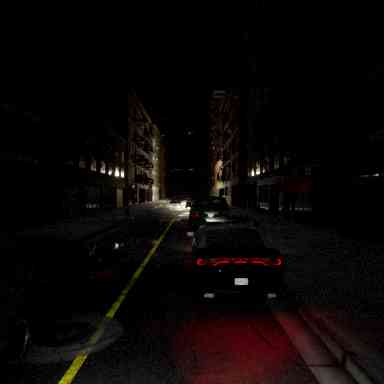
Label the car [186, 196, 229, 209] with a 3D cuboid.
[{"bbox_3d":[0.904,1.231,18.565,2.150,2.045,5.566,0,0,0],"label":"car"}]

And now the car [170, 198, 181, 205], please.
[{"bbox_3d":[-2.988,1.645,59.938,1.895,1.301,4.718,0,0,0],"label":"car"}]

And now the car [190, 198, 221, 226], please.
[{"bbox_3d":[0.904,1.361,24.504,2.097,1.767,4.553,0,0,0],"label":"car"}]

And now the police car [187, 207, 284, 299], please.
[{"bbox_3d":[0.901,1.427,8.644,1.930,1.638,5.238,0,0,0],"label":"police car"}]

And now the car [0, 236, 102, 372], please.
[{"bbox_3d":[-3.100,1.548,5.900,2.033,1.411,5.357,0,0,0],"label":"car"}]
